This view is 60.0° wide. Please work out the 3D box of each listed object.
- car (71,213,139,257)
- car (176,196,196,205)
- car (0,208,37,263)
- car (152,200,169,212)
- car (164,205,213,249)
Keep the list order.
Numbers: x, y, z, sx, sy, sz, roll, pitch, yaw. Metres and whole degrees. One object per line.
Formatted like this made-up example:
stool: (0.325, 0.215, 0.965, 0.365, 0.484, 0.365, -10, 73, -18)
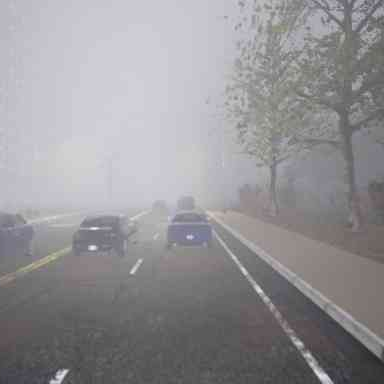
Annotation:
car: (-3.347, 1.605, 13.477, 1.837, 1.490, 4.892, 0, 0, -1)
car: (-0.716, 1.495, 40.321, 2.150, 2.045, 5.566, 0, 0, -1)
car: (-6.697, 1.437, 10.291, 2.097, 1.767, 4.553, 0, -1, -1)
car: (-4.022, 1.772, 42.692, 1.882, 1.535, 5.008, 0, 0, -1)
car: (-0.127, 1.580, 15.163, 1.882, 1.535, 5.008, 0, 0, -1)
